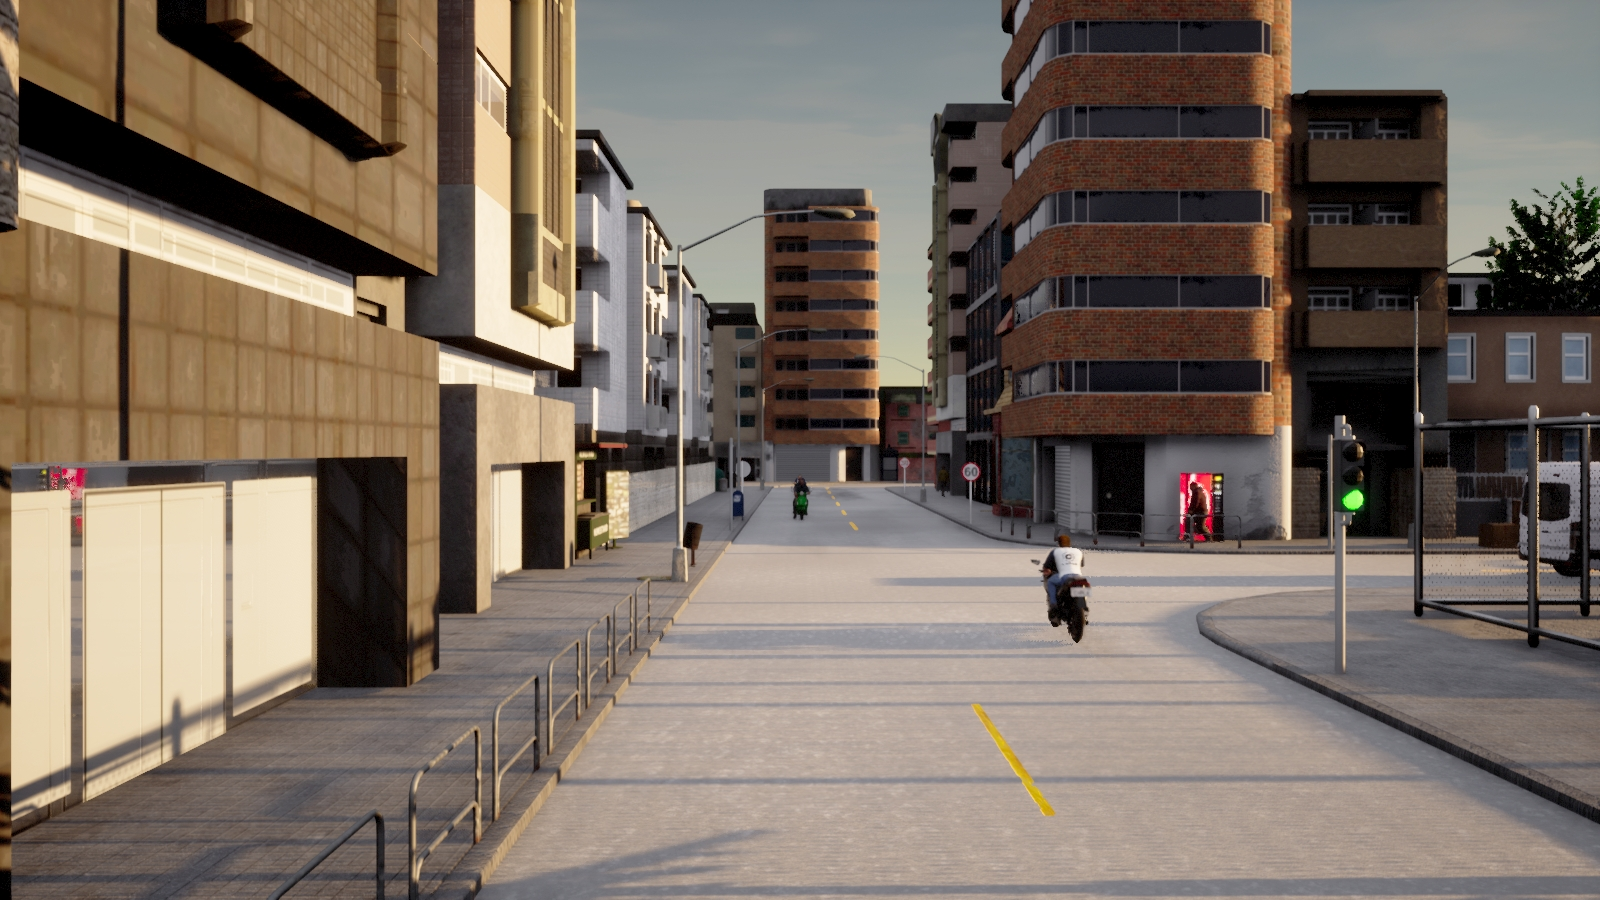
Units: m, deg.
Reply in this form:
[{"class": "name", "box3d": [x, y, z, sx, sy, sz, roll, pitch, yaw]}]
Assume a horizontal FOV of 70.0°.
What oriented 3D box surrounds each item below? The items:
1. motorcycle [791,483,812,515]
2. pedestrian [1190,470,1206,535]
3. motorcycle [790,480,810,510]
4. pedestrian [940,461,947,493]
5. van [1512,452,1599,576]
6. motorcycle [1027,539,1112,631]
[{"class": "motorcycle", "box3d": [0.063, 1.970, 46.521, 0.856, 1.236, 1.805, 0, 0, 0]}, {"class": "pedestrian", "box3d": [11.540, 1.522, 33.149, 0.375, 1.860, 0.375, 0, 0, 10]}, {"class": "motorcycle", "box3d": [0.019, 1.970, 50.389, 0.856, 1.236, 1.805, 0, 0, 0]}, {"class": "pedestrian", "box3d": [8.212, 1.534, 65.296, 0.375, 1.860, 0.375, 0, 0, 2]}, {"class": "van", "box3d": [18.900, 1.319, 24.582, 5.915, 2.561, 1.988, 0, 0, 0]}, {"class": "motorcycle", "box3d": [4.016, 1.996, 17.191, 0.803, 1.145, 2.033, 0, 0, 0]}]
